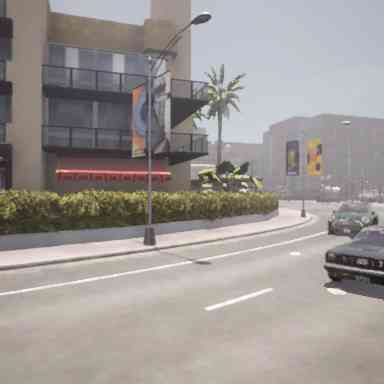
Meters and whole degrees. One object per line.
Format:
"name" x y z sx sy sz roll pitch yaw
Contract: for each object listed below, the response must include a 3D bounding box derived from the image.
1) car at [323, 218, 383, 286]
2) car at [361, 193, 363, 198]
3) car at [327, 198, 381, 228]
"car" 5.334 1.627 8.933 1.895 1.301 4.718 0 0 45
"car" 39.134 1.457 71.157 2.185 1.767 4.553 0 0 -18
"car" 9.159 1.402 18.744 2.097 1.767 4.553 0 0 35
